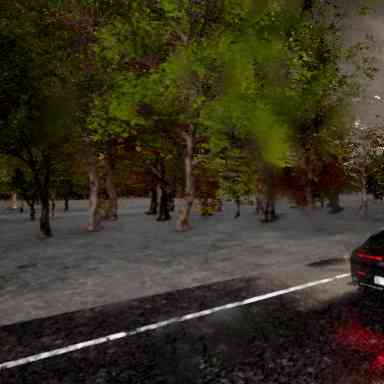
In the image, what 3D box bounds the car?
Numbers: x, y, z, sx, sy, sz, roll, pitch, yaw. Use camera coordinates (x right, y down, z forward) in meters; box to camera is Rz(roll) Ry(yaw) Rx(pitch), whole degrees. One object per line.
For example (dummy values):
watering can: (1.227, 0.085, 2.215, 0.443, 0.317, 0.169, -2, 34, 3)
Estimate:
car: (5.703, 1.503, 7.939, 4.892, 1.490, 1.837, 0, 0, -36)
